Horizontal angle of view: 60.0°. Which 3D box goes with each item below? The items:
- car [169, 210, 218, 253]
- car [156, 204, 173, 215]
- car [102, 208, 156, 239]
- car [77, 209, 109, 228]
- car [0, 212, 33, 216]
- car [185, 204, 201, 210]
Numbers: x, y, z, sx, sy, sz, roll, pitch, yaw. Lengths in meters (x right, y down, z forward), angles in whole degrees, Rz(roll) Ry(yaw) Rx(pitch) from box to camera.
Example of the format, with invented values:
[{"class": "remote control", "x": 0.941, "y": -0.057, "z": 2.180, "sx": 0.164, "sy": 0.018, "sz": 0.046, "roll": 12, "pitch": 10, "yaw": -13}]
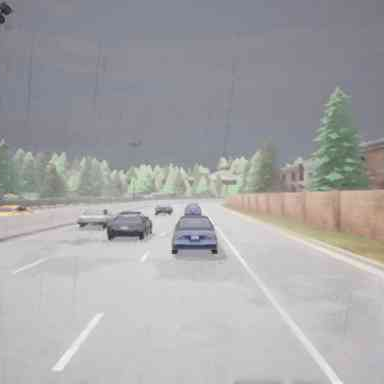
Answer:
[{"class": "car", "x": 0.105, "y": 1.729, "z": 14.539, "sx": 2.033, "sy": 1.411, "sz": 5.357, "roll": 0, "pitch": -1, "yaw": 0}, {"class": "car", "x": -3.388, "y": 2.112, "z": 41.167, "sx": 1.895, "sy": 1.301, "sz": 4.718, "roll": 0, "pitch": -1, "yaw": 0}, {"class": "car", "x": -3.395, "y": 1.798, "z": 18.736, "sx": 1.994, "sy": 1.385, "sz": 4.181, "roll": 0, "pitch": -1, "yaw": 0}, {"class": "car", "x": -6.893, "y": 1.910, "z": 24.804, "sx": 1.895, "sy": 1.301, "sz": 4.718, "roll": 0, "pitch": -1, "yaw": 0}, {"class": "car", "x": -14.090, "y": 1.797, "z": 25.580, "sx": 1.882, "sy": 1.535, "sz": 5.008, "roll": 0, "pitch": -1, "yaw": 0}, {"class": "car", "x": 0.111, "y": 1.997, "z": 36.227, "sx": 2.033, "sy": 1.411, "sz": 5.357, "roll": 0, "pitch": -1, "yaw": 0}]
